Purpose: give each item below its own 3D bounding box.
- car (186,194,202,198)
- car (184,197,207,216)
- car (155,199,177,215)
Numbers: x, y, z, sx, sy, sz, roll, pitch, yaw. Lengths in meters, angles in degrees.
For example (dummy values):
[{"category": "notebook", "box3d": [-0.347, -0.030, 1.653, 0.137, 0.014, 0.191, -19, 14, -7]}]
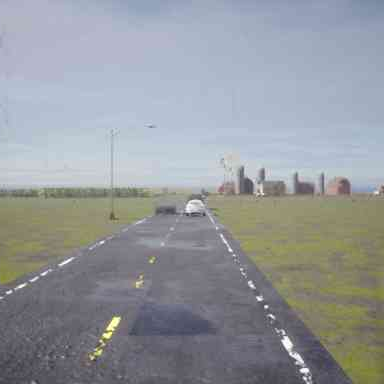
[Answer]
[{"category": "car", "box3d": [0.446, 1.224, 43.637, 2.150, 2.045, 5.566, 0, 0, 1]}, {"category": "car", "box3d": [0.362, 1.526, 32.816, 1.812, 1.442, 4.674, 0, 0, 1]}, {"category": "car", "box3d": [-2.570, 1.478, 33.645, 1.882, 1.535, 5.008, 0, 0, 0]}]
